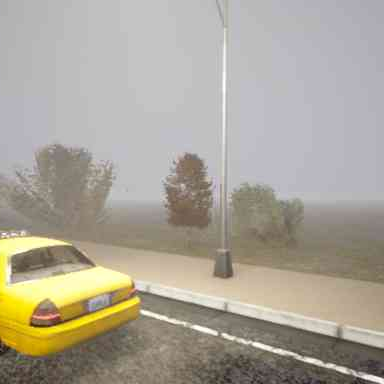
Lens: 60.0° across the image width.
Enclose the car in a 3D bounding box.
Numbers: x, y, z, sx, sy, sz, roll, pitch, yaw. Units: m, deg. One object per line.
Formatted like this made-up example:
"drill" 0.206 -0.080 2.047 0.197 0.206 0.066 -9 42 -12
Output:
"car" -3.326 1.450 5.933 5.366 1.575 1.801 0 0 35
